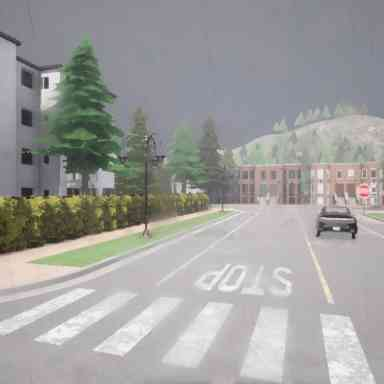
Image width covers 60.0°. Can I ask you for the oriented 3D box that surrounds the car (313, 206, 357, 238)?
[{"bbox_3d":[7.632,1.488,17.872,2.128,1.511,4.902,1,0,20],"label":"car"}]
